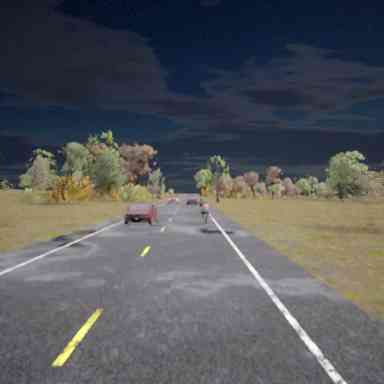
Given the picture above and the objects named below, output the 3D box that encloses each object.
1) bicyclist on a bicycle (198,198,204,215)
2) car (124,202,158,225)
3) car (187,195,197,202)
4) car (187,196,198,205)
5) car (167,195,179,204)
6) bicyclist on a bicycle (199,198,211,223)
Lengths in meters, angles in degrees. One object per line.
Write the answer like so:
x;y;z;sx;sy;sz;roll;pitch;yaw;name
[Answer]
0.948;1.438;33.823;0.582;1.620;1.656;0;0;0;bicyclist on a bicycle
-3.608;1.467;24.140;1.882;1.535;5.008;0;0;0;car
-0.031;1.506;75.019;2.033;1.411;5.357;0;0;0;car
0.032;1.500;57.434;1.812;1.442;4.674;0;0;0;car
-3.551;1.326;63.579;2.097;1.767;4.553;0;0;0;car
0.968;1.427;23.563;0.866;1.612;1.509;0;0;0;bicyclist on a bicycle
